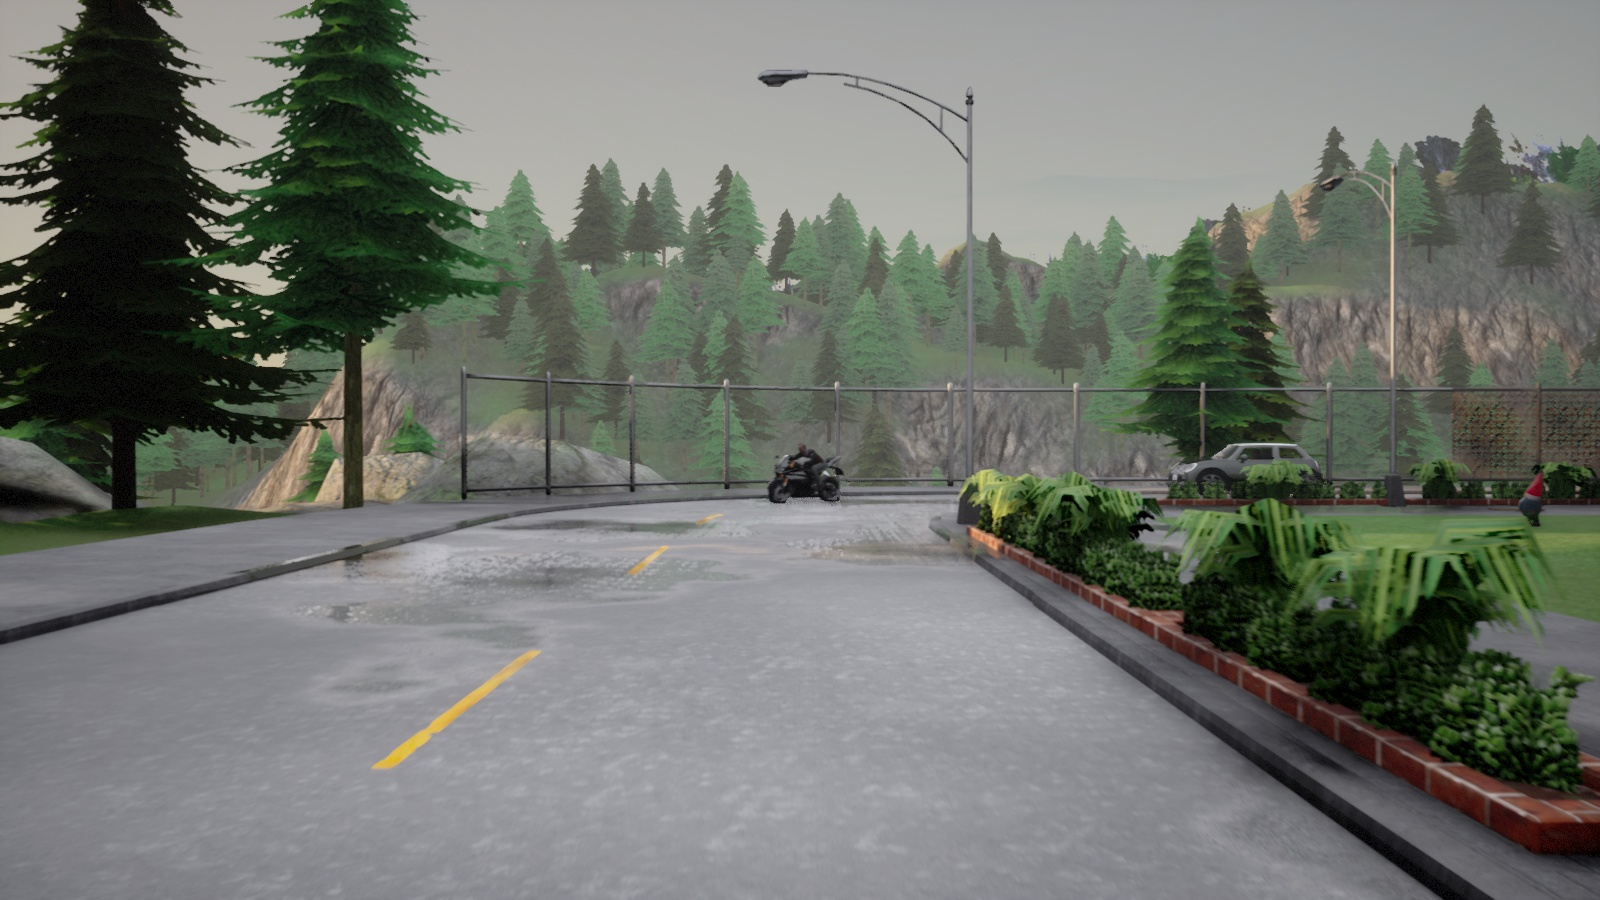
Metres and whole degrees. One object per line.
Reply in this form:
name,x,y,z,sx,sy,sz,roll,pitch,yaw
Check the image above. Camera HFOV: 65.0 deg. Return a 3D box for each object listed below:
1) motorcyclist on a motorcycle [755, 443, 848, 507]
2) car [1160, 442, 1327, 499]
motorcyclist on a motorcycle,0.045,0.607,31.252,2.191,1.530,0.866,0,1,-35
car,11.929,0.530,33.948,3.806,1.475,1.970,0,0,0
